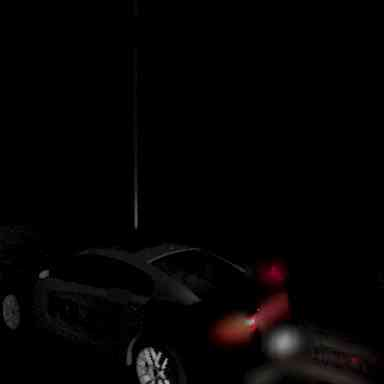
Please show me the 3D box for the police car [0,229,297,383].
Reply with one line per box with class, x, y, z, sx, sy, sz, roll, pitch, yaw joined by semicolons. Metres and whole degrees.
police car;-1.101;1.434;5.148;5.238;1.638;1.930;0;0;36
